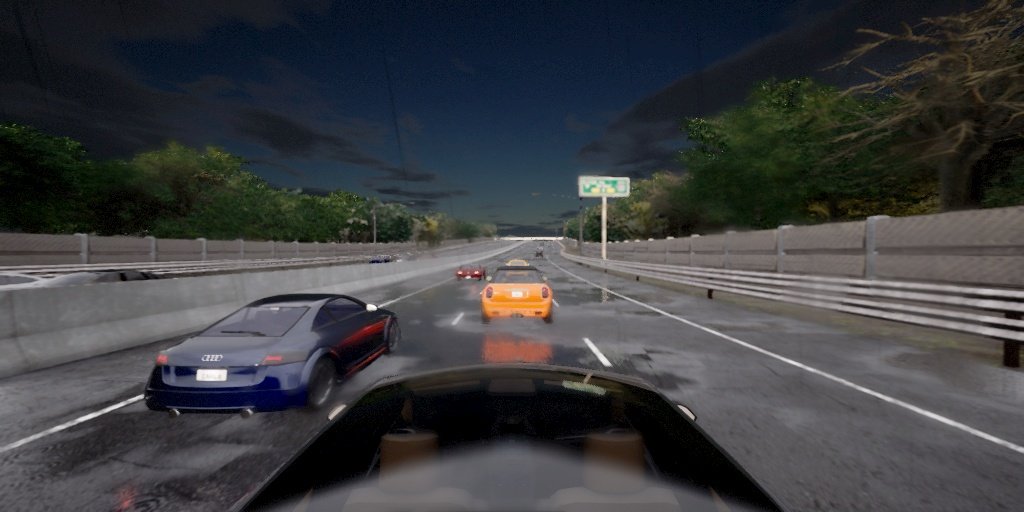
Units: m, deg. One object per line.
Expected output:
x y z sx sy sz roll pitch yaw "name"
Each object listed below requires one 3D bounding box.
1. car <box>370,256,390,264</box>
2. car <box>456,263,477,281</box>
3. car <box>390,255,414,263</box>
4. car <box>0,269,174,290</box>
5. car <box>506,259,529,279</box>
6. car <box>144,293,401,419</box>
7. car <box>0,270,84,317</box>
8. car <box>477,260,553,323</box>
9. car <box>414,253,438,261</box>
-19.849 0.707 54.659 1.895 1.301 4.718 0 1 3 "car"
-3.085 1.215 28.129 1.895 1.301 4.718 0 1 1 "car"
-16.326 0.584 55.159 2.128 1.511 4.902 0 1 3 "car"
-14.038 1.237 12.070 1.837 1.490 4.892 0 0 1 "car"
0.491 1.055 31.068 1.882 1.535 5.008 0 1 1 "car"
-3.378 1.311 6.050 1.994 1.385 4.181 0 0 0 "car"
-17.543 1.258 11.574 1.812 1.442 4.674 0 0 1 "car"
0.165 1.090 12.185 2.097 1.767 4.553 0 0 0 "car"
-12.841 0.455 54.772 2.097 1.767 4.553 0 1 3 "car"
